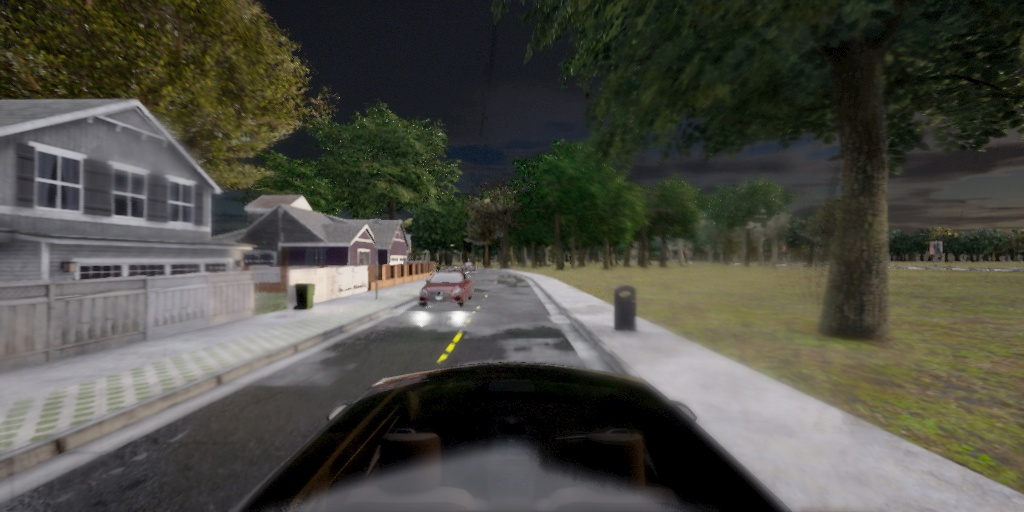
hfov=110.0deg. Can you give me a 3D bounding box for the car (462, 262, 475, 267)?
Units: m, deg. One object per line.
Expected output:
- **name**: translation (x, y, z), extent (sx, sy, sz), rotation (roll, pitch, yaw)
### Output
- **car**: translation (-7.120, 1.770, 58.629), extent (1.812, 1.442, 4.674), rotation (0, 0, -17)

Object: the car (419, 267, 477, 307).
- **car**: translation (-2.849, 1.398, 16.302), extent (1.812, 1.442, 4.674), rotation (0, -1, 0)
